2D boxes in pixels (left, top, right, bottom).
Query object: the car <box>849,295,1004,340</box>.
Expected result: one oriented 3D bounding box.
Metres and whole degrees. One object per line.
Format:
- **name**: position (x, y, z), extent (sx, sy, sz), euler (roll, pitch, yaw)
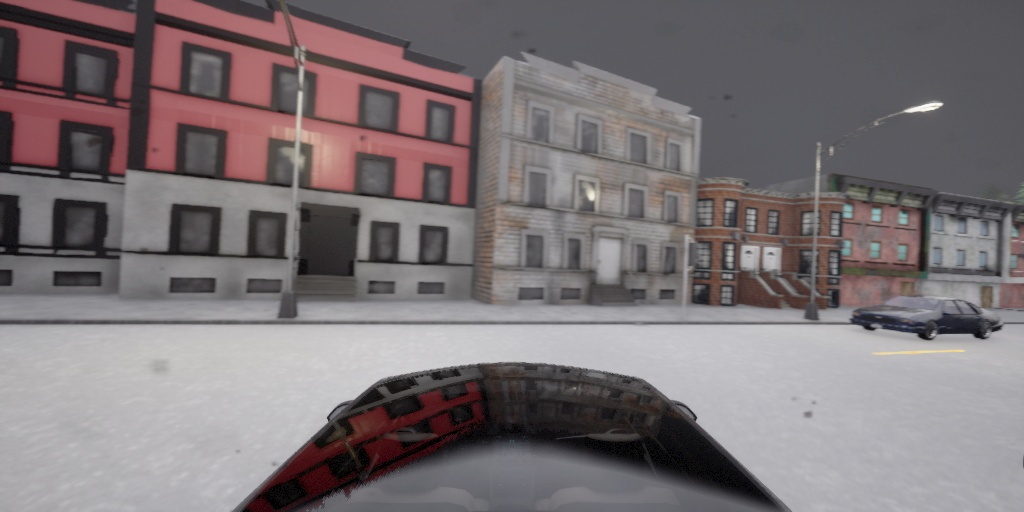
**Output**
- **car**: position (15.259, 2.181, 13.178), extent (5.357, 1.411, 2.033), euler (3, -1, -15)
